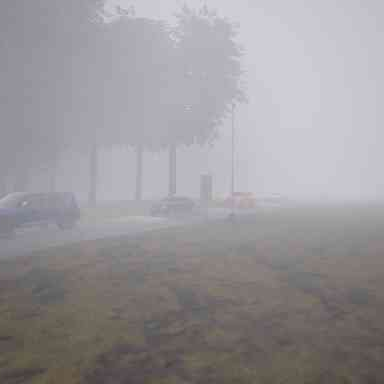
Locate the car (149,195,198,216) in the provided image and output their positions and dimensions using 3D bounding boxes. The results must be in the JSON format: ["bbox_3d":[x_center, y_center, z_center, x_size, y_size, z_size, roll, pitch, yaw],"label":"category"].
[{"bbox_3d":[-1.383,1.060,26.687,1.837,1.490,4.892,1,1,35],"label":"car"}]

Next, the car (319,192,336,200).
[{"bbox_3d":[22.584,0.669,55.253,1.895,1.301,4.718,1,1,35],"label":"car"}]

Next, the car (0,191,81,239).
[{"bbox_3d":[-8.220,0.996,16.651,2.150,2.045,5.566,1,1,32],"label":"car"}]

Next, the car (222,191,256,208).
[{"bbox_3d":[5.097,0.720,35.763,2.097,1.767,4.553,1,2,35],"label":"car"}]

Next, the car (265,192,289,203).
[{"bbox_3d":[11.501,0.736,44.682,1.812,1.442,4.674,1,1,36],"label":"car"}]
